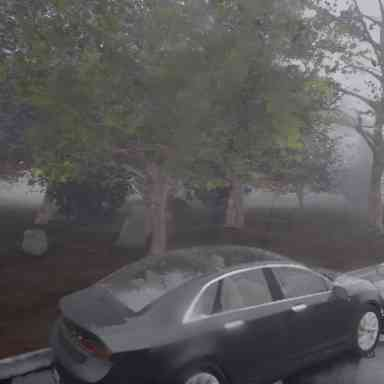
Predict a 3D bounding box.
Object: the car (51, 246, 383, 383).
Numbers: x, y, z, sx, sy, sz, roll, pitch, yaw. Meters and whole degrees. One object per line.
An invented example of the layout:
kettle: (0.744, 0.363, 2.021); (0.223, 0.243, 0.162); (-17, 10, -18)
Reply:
car: (0.722, 1.507, 4.549); (4.892, 1.521, 2.231); (0, 1, -33)
